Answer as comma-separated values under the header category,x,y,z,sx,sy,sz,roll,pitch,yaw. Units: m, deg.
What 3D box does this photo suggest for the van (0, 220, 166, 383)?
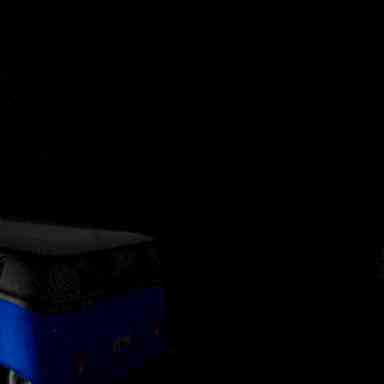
category,x,y,z,sx,sy,sz,roll,pitch,yaw
van,-2.232,1.345,4.561,3.998,1.788,1.690,0,0,36

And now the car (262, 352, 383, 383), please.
category,x,y,z,sx,sy,sz,roll,pitch,yaw
car,2.331,1.544,1.300,4.507,1.381,1.887,0,0,36
